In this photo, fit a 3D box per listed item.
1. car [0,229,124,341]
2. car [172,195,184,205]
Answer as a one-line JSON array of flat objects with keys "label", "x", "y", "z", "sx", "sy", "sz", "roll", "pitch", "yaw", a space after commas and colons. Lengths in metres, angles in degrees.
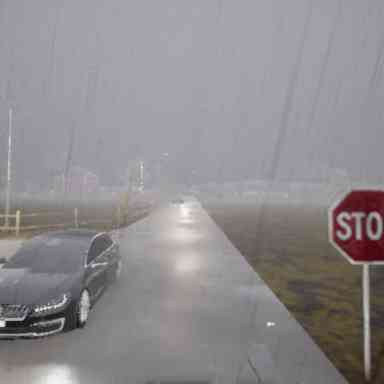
[{"label": "car", "x": -2.744, "y": 1.642, "z": 7.170, "sx": 1.837, "sy": 1.490, "sz": 4.892, "roll": 0, "pitch": 0, "yaw": 0}, {"label": "car", "x": -2.863, "y": 1.564, "z": 69.188, "sx": 2.150, "sy": 2.045, "sz": 5.566, "roll": 0, "pitch": 0, "yaw": 0}]
